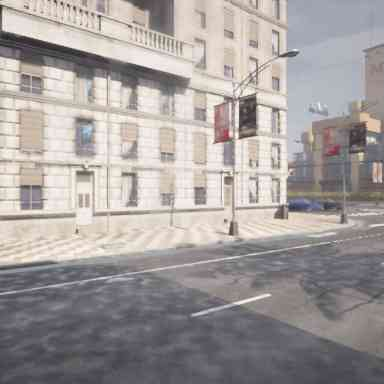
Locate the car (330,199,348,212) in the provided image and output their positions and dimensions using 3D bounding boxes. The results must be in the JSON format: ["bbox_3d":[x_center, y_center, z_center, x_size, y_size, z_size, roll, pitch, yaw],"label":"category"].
[{"bbox_3d":[15.893,1.478,39.452,1.882,1.535,5.008,0,0,-36],"label":"car"}]

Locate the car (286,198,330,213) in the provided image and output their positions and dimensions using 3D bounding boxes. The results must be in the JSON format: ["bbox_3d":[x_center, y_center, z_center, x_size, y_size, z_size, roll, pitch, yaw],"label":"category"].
[{"bbox_3d":[12.589,1.478,37.973,1.882,1.535,5.008,0,0,-36],"label":"car"}]
